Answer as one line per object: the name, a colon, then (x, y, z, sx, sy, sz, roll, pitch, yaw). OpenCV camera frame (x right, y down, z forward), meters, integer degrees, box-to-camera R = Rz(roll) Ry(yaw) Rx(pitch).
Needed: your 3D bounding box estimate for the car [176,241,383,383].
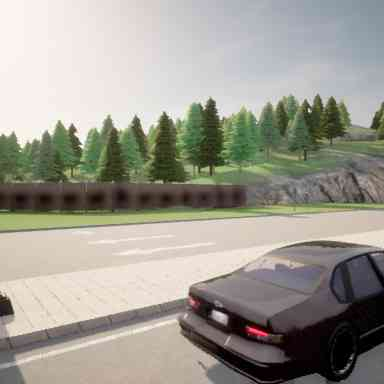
car: (2.368, 1.547, 5.434, 5.357, 1.411, 2.033, 0, 0, -35)
